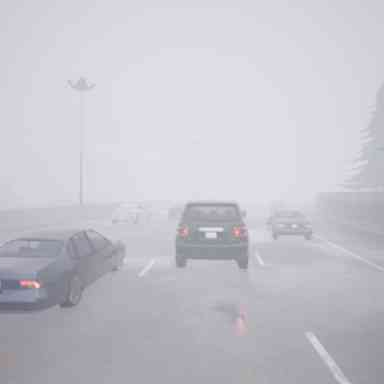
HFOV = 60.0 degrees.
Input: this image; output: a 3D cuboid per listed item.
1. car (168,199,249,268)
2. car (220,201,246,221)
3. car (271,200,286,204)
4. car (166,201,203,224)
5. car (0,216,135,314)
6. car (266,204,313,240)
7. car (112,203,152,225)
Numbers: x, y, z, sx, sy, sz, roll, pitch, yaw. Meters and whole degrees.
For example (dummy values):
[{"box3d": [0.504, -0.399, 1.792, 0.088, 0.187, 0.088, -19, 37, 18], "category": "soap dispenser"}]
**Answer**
[{"box3d": [0.730, 1.256, 11.576, 2.150, 2.045, 5.566, 0, 0, 5], "category": "car"}, {"box3d": [3.717, 1.622, 29.655, 1.812, 1.442, 4.674, 0, 0, 13], "category": "car"}, {"box3d": [10.651, 1.721, 41.163, 1.994, 1.385, 4.181, 0, 0, 18], "category": "car"}, {"box3d": [-0.495, 1.549, 26.766, 1.882, 1.535, 5.008, 0, 0, 11], "category": "car"}, {"box3d": [-3.079, 1.557, 7.927, 2.033, 1.411, 5.357, 0, 0, 4], "category": "car"}, {"box3d": [5.024, 1.617, 17.668, 2.033, 1.411, 5.357, 0, 0, 8], "category": "car"}, {"box3d": [-4.434, 1.575, 24.820, 1.812, 1.442, 4.674, 0, 0, 10], "category": "car"}]
